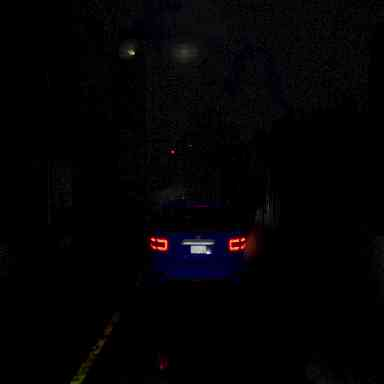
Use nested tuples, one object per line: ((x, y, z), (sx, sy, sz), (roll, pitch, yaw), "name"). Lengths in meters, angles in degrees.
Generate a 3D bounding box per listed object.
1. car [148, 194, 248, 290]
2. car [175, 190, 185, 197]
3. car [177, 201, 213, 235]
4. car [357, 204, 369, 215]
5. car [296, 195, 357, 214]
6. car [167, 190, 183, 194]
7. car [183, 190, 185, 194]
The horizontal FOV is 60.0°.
((0.116, 1.195, 9.142), (2.150, 2.045, 5.566), (0, 0, 0), "car")
((-2.487, 0.206, 69.226), (1.895, 1.301, 4.718), (0, 2, 0), "car")
((0.128, 1.389, 19.168), (1.837, 1.490, 4.892), (0, 1, 0), "car")
((18.234, 1.525, 32.436), (4.206, 1.307, 1.802), (1, 0, 0), "car")
((12.836, 1.181, 32.446), (5.009, 1.841, 2.192), (1, 0, 0), "car")
((-2.689, 0.830, 45.206), (2.128, 1.511, 4.902), (0, 2, -1), "car")
((-2.629, 0.524, 55.232), (1.882, 1.535, 5.008), (0, 2, 0), "car")
